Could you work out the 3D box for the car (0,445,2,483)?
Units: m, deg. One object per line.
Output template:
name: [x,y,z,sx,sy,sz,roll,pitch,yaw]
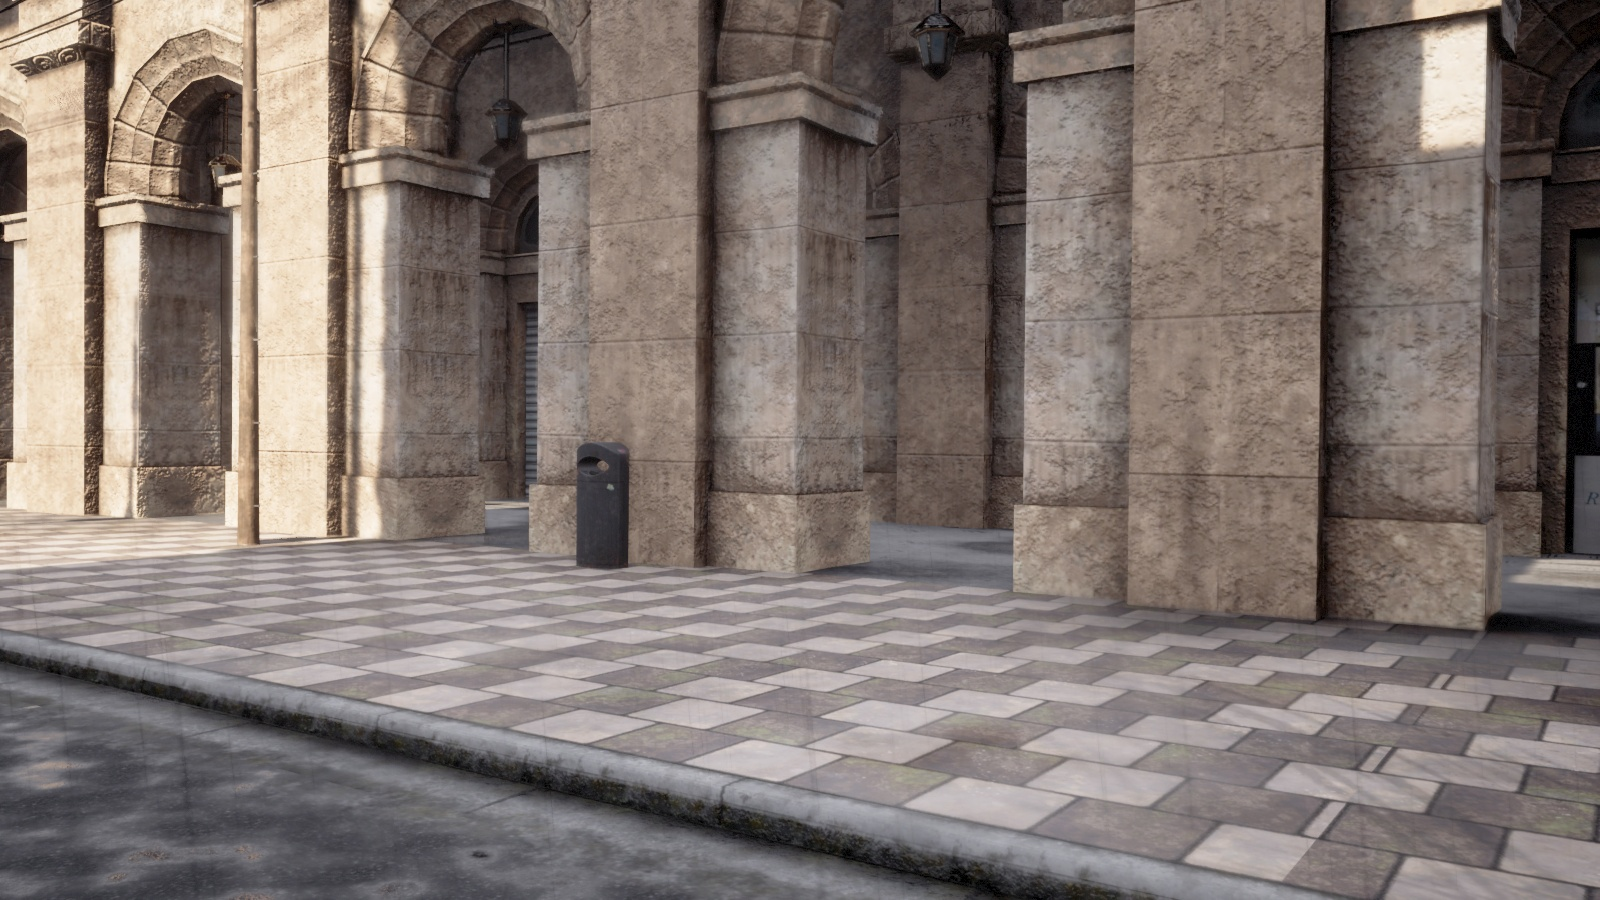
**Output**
car: [-30.009,0.524,42.477,1.895,1.301,4.718,0,1,34]
